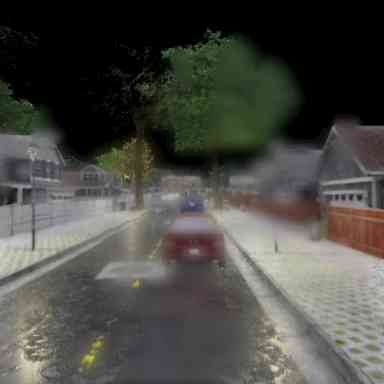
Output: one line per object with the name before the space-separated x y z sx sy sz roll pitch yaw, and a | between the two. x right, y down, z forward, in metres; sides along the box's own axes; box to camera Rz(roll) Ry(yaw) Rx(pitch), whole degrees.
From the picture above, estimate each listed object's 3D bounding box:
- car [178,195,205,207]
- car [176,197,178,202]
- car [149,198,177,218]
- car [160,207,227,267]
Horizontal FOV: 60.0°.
car | 0.099 1.308 31.836 2.150 2.045 5.566 0 0 0
car | -2.749 1.733 70.619 1.895 1.301 4.718 0 0 0
car | -2.848 1.576 31.343 2.128 1.511 4.902 0 0 0
car | 0.089 1.510 11.542 1.882 1.535 5.008 0 0 0
